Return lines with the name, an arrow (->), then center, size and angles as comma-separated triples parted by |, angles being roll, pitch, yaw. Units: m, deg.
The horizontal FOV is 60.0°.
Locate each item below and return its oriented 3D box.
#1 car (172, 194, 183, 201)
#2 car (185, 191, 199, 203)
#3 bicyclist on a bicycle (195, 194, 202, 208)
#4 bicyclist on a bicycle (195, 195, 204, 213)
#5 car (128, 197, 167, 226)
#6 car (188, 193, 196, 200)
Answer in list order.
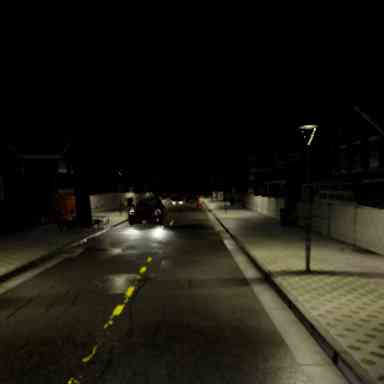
car -> -2.761, 1.085, 63.208 | 1.994, 1.385, 4.181 | 0, 0, 1
car -> 0.032, 0.781, 58.651 | 2.150, 2.045, 5.566 | 0, 1, 0
bicyclist on a bicycle -> 0.795, 1.123, 41.476 | 0.866, 1.612, 1.509 | 0, 0, 0
bicyclist on a bicycle -> 0.788, 1.199, 31.567 | 0.866, 1.612, 1.509 | 0, 0, 0
car -> -2.845, 1.188, 22.022 | 2.097, 1.767, 4.553 | 0, 0, 0
car -> 0.017, 0.929, 75.487 | 1.837, 1.490, 4.892 | 0, 0, 0
